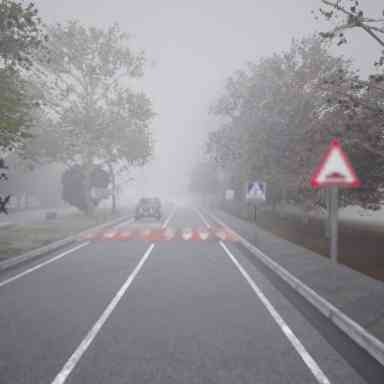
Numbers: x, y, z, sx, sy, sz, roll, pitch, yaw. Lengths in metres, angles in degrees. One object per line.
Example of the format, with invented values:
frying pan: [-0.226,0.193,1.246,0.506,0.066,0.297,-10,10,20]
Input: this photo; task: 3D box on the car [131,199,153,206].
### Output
car: [-12.022,2.473,79.658,5.008,1.535,2.097,0,-2,-1]

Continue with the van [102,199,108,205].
van: [-25.402,2.576,87.889,4.442,1.987,1.878,0,-2,-1]

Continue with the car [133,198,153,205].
car: [-12.110,2.452,82.437,4.553,1.767,2.185,0,-2,-1]

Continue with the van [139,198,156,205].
van: [-12.446,2.793,93.527,4.442,1.987,1.878,0,-2,-1]

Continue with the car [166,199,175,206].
car: [-4.744,2.274,71.565,1.812,1.442,4.674,0,-1,-1]

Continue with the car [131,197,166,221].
car: [-3.887,1.501,30.404,2.150,2.045,5.566,0,0,-1]

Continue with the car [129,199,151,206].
car: [-11.958,2.379,76.888,4.892,1.521,2.231,0,-2,-1]

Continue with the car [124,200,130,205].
car: [-11.705,2.288,74.126,5.366,1.575,1.946,0,-2,-1]

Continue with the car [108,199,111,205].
car: [-25.316,2.788,90.655,4.553,1.767,2.185,0,-2,-1]

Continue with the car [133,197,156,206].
car: [-12.113,2.434,85.212,5.566,2.045,2.435,0,-2,-1]
